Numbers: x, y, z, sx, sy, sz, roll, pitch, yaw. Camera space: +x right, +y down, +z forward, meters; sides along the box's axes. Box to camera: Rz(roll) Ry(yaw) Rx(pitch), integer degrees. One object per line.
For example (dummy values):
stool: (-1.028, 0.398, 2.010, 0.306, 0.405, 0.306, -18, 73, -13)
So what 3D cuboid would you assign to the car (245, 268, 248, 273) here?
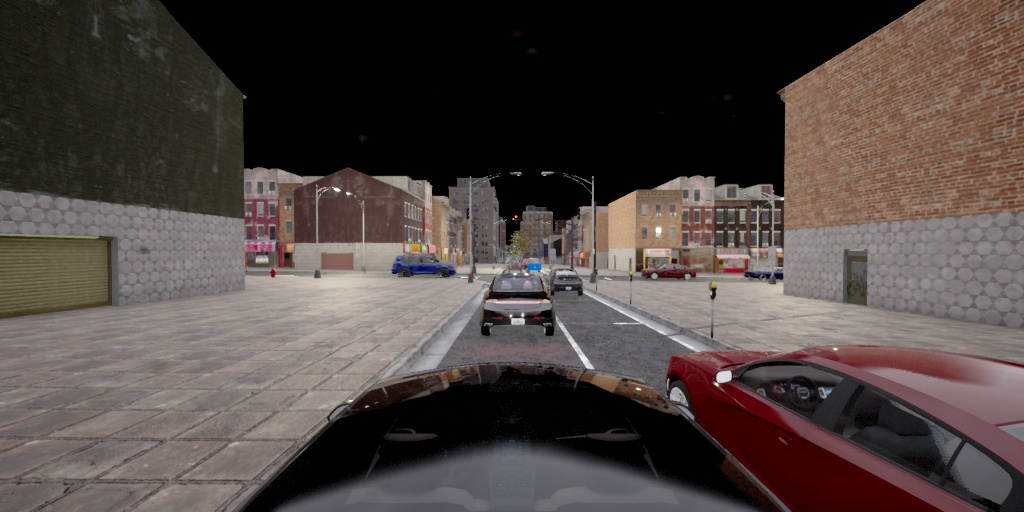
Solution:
car: (-25.764, 1.050, 31.526, 4.181, 1.385, 1.994, 1, 1, 0)

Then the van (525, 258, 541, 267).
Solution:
van: (2.860, 1.215, 46.258, 1.690, 1.789, 3.998, 0, 0, 0)

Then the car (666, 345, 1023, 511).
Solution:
car: (2.638, 1.295, 2.428, 1.888, 1.381, 4.507, 0, 0, 0)

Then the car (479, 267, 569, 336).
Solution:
car: (0.142, 1.244, 10.393, 2.128, 1.511, 4.902, 0, 0, 0)

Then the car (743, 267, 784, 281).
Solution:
car: (24.823, 1.720, 34.127, 4.718, 1.301, 1.895, 1, 1, 0)

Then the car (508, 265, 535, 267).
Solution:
car: (0.219, 1.371, 20.436, 1.895, 1.301, 4.718, 0, 0, 1)

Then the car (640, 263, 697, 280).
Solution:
car: (14.863, 1.466, 34.192, 5.008, 1.535, 1.882, 1, 1, 0)

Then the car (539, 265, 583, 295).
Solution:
car: (2.723, 1.318, 19.303, 2.007, 1.370, 4.403, 0, 0, 0)

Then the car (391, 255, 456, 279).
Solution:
car: (-7.753, 0.946, 31.659, 5.566, 2.045, 2.150, 1, 1, -5)

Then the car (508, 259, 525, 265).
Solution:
car: (0.395, 1.498, 50.205, 1.895, 1.301, 4.718, 0, 0, 0)
